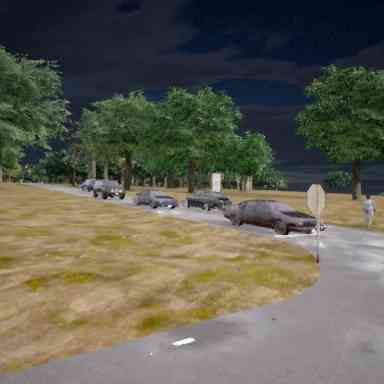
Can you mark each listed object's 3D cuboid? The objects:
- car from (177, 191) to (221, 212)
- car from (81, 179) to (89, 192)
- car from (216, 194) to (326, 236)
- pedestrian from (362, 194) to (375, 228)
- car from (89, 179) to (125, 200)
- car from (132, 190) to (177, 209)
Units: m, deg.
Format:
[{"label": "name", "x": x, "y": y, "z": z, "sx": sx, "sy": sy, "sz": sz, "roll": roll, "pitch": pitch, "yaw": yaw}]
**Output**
[{"label": "car", "x": 1.079, "y": 0.691, "z": 26.189, "sx": 1.837, "sy": 1.490, "sz": 4.892, "roll": 2, "pitch": 2, "yaw": -32}, {"label": "car", "x": -16.028, "y": -1.019, "z": 53.213, "sx": 2.150, "sy": 2.045, "sz": 5.566, "roll": 2, "pitch": 2, "yaw": -32}, {"label": "car", "x": 3.685, "y": 1.103, "z": 16.014, "sx": 2.033, "sy": 1.411, "sz": 5.357, "roll": 2, "pitch": 2, "yaw": -31}, {"label": "pedestrian", "x": 9.773, "y": 1.042, "z": 18.459, "sx": 0.375, "sy": 1.860, "sz": 0.375, "roll": 5, "pitch": -3, "yaw": -32}, {"label": "car", "x": -9.133, "y": -0.292, "z": 36.405, "sx": 2.150, "sy": 2.045, "sz": 5.566, "roll": 2, "pitch": 1, "yaw": -32}, {"label": "car", "x": -3.044, "y": 0.543, "z": 26.783, "sx": 2.033, "sy": 1.411, "sz": 5.357, "roll": 2, "pitch": 2, "yaw": -33}]
